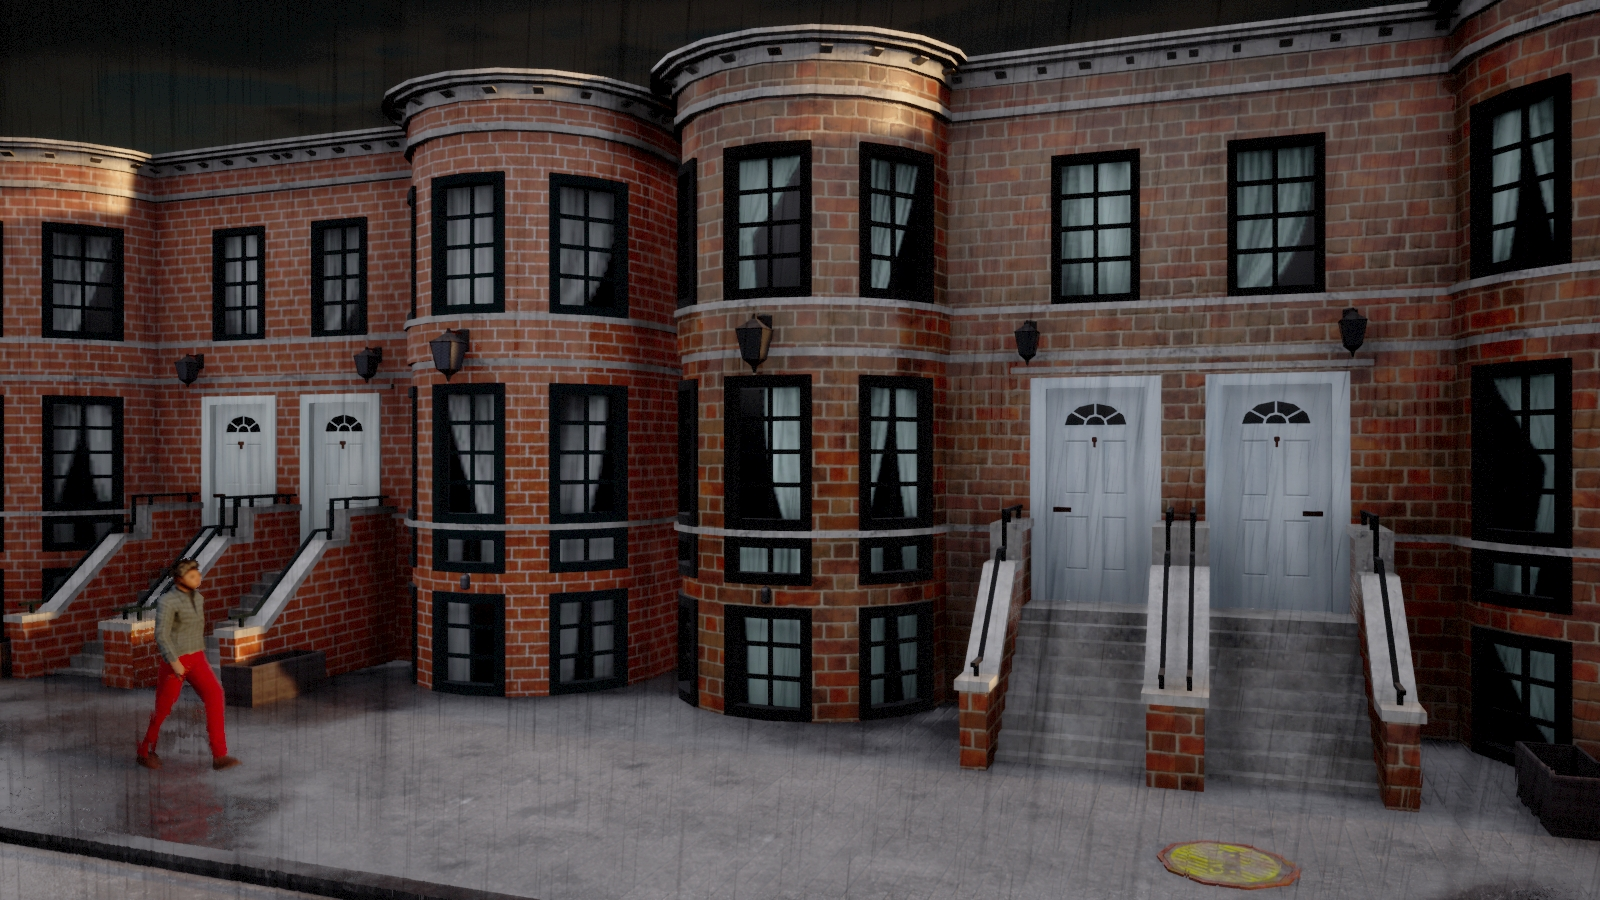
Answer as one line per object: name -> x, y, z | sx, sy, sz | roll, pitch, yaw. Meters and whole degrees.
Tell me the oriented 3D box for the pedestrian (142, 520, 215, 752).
pedestrian -> -5.188, 1.529, 9.545 | 0.375, 1.860, 0.375 | 0, 0, 19
